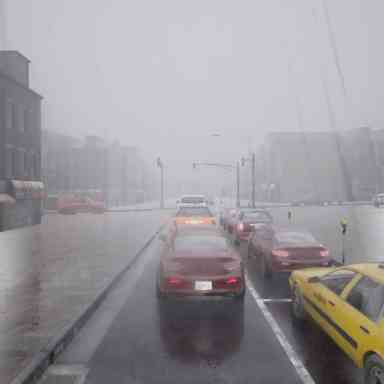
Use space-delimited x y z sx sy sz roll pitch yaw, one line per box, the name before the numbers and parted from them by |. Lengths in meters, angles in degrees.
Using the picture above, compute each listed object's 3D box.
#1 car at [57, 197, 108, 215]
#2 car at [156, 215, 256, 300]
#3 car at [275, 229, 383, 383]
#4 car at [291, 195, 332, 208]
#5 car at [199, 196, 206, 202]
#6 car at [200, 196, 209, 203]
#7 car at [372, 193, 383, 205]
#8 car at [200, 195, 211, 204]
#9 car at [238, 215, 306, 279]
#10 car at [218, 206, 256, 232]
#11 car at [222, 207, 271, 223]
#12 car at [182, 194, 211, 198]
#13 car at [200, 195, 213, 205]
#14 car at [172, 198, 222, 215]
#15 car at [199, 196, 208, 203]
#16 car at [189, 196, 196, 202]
car | -12.531 1.615 38.245 5.566 2.045 2.150 -2 0 1
car | 0.132 1.527 8.312 1.812 1.442 4.674 0 0 -2
car | 2.639 1.525 4.476 1.752 1.417 4.829 0 0 0
car | 14.792 1.107 41.200 4.892 1.490 1.837 -2 0 0
car | 2.758 1.824 90.633 1.752 1.417 4.829 -1 0 0
car | 2.734 1.646 74.256 1.967 1.590 4.097 -1 0 0
car | 25.470 0.548 41.207 5.566 2.045 2.150 -1 0 0
car | 2.725 1.493 68.855 2.192 1.841 5.009 -1 0 0
car | 2.647 1.584 9.773 1.802 1.307 4.206 0 0 0
car | 2.662 1.594 20.706 1.802 1.307 4.206 0 0 0
car | 2.654 1.446 15.240 1.967 1.590 4.097 0 0 0
car | 0.070 1.242 25.747 2.150 2.045 5.566 0 0 1
car | 2.718 1.467 63.452 2.192 1.841 5.009 -1 0 0
car | 0.108 1.358 15.651 2.097 1.767 4.553 0 0 0
car | 2.741 1.675 79.659 1.967 1.590 4.097 -1 0 0
car | 0.118 1.745 83.109 1.837 1.490 4.892 0 0 0
